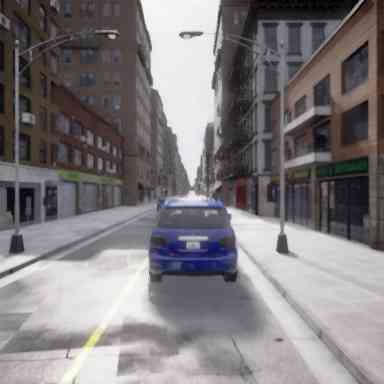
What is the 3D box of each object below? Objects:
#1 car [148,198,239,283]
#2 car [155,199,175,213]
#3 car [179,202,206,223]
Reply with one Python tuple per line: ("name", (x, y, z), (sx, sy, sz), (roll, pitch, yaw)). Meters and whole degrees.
("car", (0.049, 1.235, 9.852), (2.150, 2.045, 5.566), (0, 0, 1))
("car", (-3.090, 1.542, 38.910), (1.837, 1.490, 4.892), (0, -1, 0))
("car", (0.072, 1.577, 27.275), (2.033, 1.411, 5.357), (0, 0, 0))
